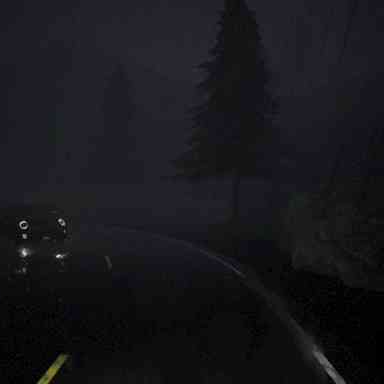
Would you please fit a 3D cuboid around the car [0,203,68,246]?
[{"bbox_3d":[-7.620,1.352,15.568,2.097,1.767,4.553,0,0,-43],"label":"car"}]

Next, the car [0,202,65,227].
[{"bbox_3d":[-11.232,1.503,22.980,4.892,1.490,1.837,0,-1,29],"label":"car"}]
